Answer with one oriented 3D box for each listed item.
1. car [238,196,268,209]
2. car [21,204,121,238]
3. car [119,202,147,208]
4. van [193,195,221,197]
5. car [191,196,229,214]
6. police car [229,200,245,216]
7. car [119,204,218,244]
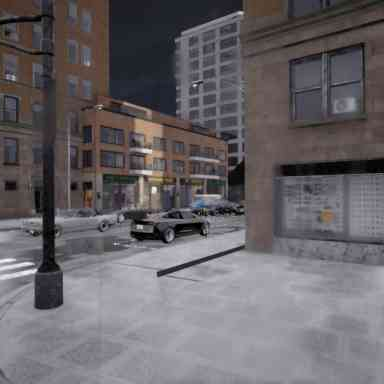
[{"bbox_3d":[7.762,1.290,42.012,1.887,1.381,4.507,0,0,35],"label":"car"},{"bbox_3d":[-6.257,1.528,17.366,1.895,1.301,4.718,-1,0,34],"label":"car"},{"bbox_3d":[-4.727,1.455,24.344,2.008,1.369,4.403,0,0,35],"label":"car"},{"bbox_3d":[1.517,1.165,33.177,1.690,1.788,3.998,0,0,35],"label":"van"},{"bbox_3d":[2.119,1.366,29.261,2.033,1.411,5.357,-1,0,35],"label":"car"},{"bbox_3d":[5.475,1.287,28.639,2.038,1.542,4.974,-1,0,35],"label":"police car"},{"bbox_3d":[-0.884,1.428,15.013,1.947,1.339,4.313,0,0,35],"label":"car"}]
